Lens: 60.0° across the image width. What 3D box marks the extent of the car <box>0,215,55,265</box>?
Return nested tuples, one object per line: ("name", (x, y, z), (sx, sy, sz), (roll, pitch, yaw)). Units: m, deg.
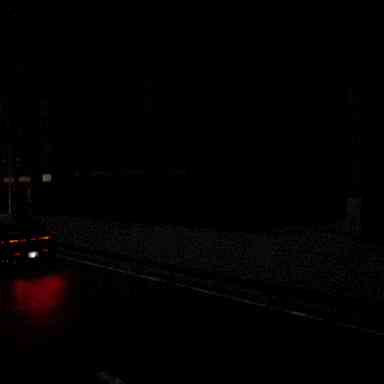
("car", (-6.341, 1.523, 10.981), (4.892, 1.490, 1.837), (0, 0, 40))
